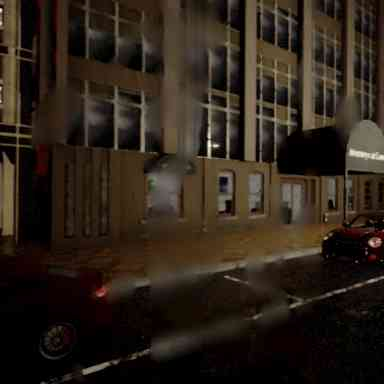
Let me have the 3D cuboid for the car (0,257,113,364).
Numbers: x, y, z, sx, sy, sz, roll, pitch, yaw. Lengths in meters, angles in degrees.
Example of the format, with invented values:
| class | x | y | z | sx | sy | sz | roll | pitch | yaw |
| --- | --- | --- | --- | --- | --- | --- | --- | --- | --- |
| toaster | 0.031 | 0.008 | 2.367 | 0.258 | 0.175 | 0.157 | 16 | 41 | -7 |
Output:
| class | x | y | z | sx | sy | sz | roll | pitch | yaw |
| --- | --- | --- | --- | --- | --- | --- | --- | --- | --- |
| car | -3.144 | 1.583 | 4.305 | 4.206 | 1.307 | 1.802 | 0 | 1 | -35 |

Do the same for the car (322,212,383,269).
| class | x | y | z | sx | sy | sz | roll | pitch | yaw |
| --- | --- | --- | --- | --- | --- | --- | --- | --- | --- |
| car | 6.068 | 1.399 | 10.871 | 4.097 | 1.590 | 1.967 | 0 | 1 | -35 |
